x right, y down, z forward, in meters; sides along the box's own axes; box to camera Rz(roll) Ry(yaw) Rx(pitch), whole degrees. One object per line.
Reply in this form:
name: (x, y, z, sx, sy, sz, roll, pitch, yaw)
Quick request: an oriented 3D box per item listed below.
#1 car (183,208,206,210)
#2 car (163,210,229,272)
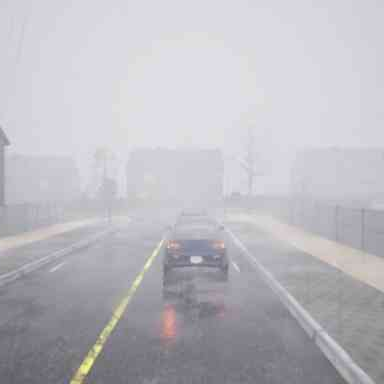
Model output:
car: (0.152, 1.630, 20.987, 1.895, 1.301, 4.718, 0, 0, 2)
car: (0.105, 1.536, 10.676, 1.812, 1.442, 4.674, 0, 0, 0)
